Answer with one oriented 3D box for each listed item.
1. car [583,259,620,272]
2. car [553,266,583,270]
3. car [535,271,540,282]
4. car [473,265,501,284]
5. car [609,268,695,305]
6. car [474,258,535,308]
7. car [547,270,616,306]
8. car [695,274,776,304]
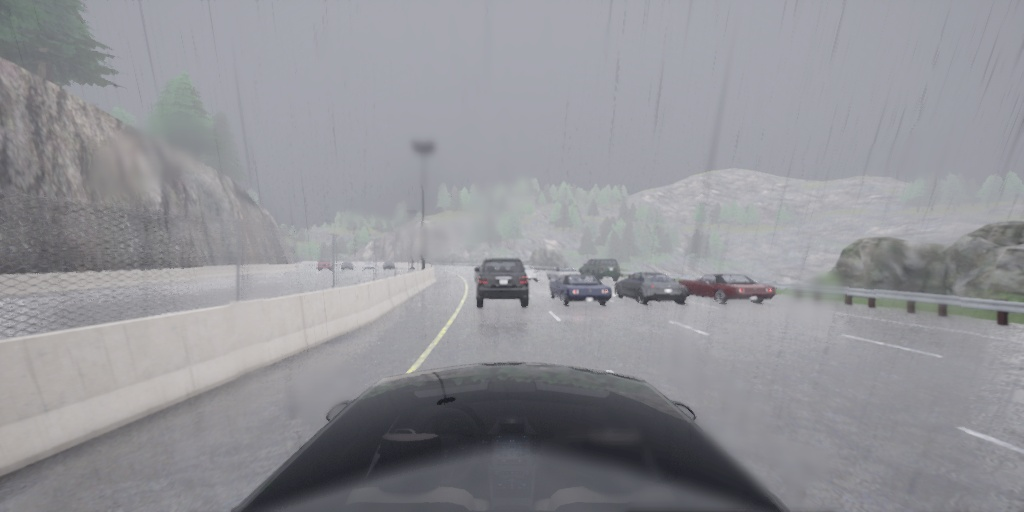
[{"bbox_3d":[8.055,1.257,33.294,2.150,2.045,5.566,0,0,-9],"label":"car"},{"bbox_3d":[4.583,1.639,32.841,1.895,1.301,4.718,0,-1,-9],"label":"car"},{"bbox_3d":[1.082,1.563,32.573,1.812,1.442,4.674,0,0,-9],"label":"car"},{"bbox_3d":[-2.311,1.577,31.625,2.033,1.411,5.357,0,-1,-9],"label":"car"},{"bbox_3d":[6.448,1.455,17.129,1.994,1.385,4.181,0,0,-4],"label":"car"},{"bbox_3d":[-0.509,1.103,16.307,2.150,2.045,5.566,0,0,-4],"label":"car"},{"bbox_3d":[2.973,1.489,16.674,1.895,1.301,4.718,0,0,-4],"label":"car"},{"bbox_3d":[9.953,1.490,17.197,1.895,1.301,4.718,0,0,-4],"label":"car"}]
